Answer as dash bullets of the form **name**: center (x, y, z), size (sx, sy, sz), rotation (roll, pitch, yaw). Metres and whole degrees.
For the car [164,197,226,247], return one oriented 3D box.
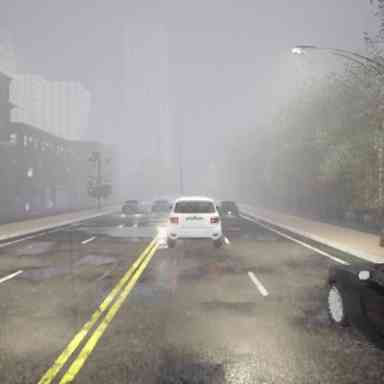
- **car**: center (0.100, 1.256, 15.338), size (2.150, 2.045, 5.566), rotation (0, 0, 0)

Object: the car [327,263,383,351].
- **car**: center (3.349, 1.487, 4.010), size (1.882, 1.535, 5.008), rotation (0, 0, 0)

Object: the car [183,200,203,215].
- **car**: center (0.100, 1.625, 36.681), size (2.033, 1.411, 5.357), rotation (0, 0, 0)

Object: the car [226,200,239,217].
- **car**: center (3.352, 1.574, 32.094), size (1.837, 1.490, 4.892), rotation (0, 0, 0)

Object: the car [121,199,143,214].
- **car**: center (-6.576, 1.584, 36.884), size (1.837, 1.490, 4.892), rotation (0, -1, 0)

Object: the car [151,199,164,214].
- **car**: center (-3.328, 1.554, 36.476), size (1.882, 1.535, 5.008), rotation (0, 0, 0)
